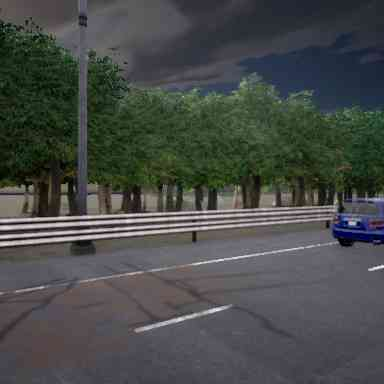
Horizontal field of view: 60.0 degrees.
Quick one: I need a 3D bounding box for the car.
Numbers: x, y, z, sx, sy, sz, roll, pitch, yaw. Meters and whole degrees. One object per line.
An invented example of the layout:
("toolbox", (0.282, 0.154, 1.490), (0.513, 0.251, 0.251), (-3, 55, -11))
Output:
("car", (8.123, 1.256, 13.753), (5.566, 2.045, 2.150), (0, 0, -34))
